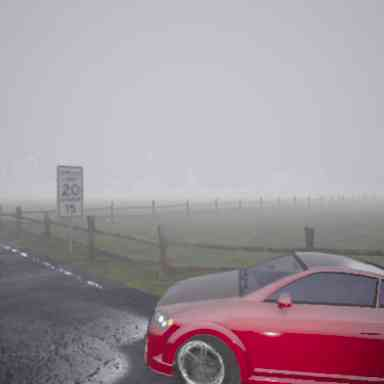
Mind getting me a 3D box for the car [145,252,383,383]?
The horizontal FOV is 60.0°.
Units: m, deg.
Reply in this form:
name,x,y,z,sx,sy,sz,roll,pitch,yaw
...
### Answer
name,x,y,z,sx,sy,sz,roll,pitch,yaw
car,1.523,1.545,4.383,4.181,1.385,1.994,0,0,8
